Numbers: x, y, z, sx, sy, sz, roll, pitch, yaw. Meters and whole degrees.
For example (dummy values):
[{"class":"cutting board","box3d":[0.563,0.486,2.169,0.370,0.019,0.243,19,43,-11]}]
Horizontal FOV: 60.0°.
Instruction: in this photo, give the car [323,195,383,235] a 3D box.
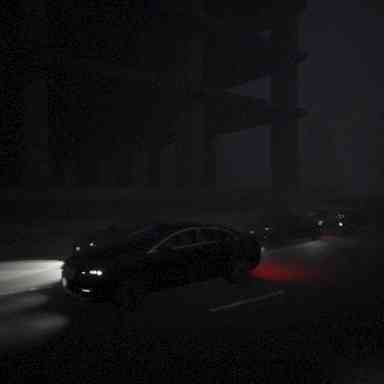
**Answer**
[{"class":"car","box3d":[9.018,1.200,18.961,5.566,2.045,2.150,0,0,-35]}]

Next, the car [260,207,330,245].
[{"class":"car","box3d":[4.187,1.550,15.452,4.181,1.385,1.994,0,0,-35]}]

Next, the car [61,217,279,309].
[{"class":"car","box3d":[-0.480,1.487,7.909,4.902,1.511,2.128,0,0,-35]}]
